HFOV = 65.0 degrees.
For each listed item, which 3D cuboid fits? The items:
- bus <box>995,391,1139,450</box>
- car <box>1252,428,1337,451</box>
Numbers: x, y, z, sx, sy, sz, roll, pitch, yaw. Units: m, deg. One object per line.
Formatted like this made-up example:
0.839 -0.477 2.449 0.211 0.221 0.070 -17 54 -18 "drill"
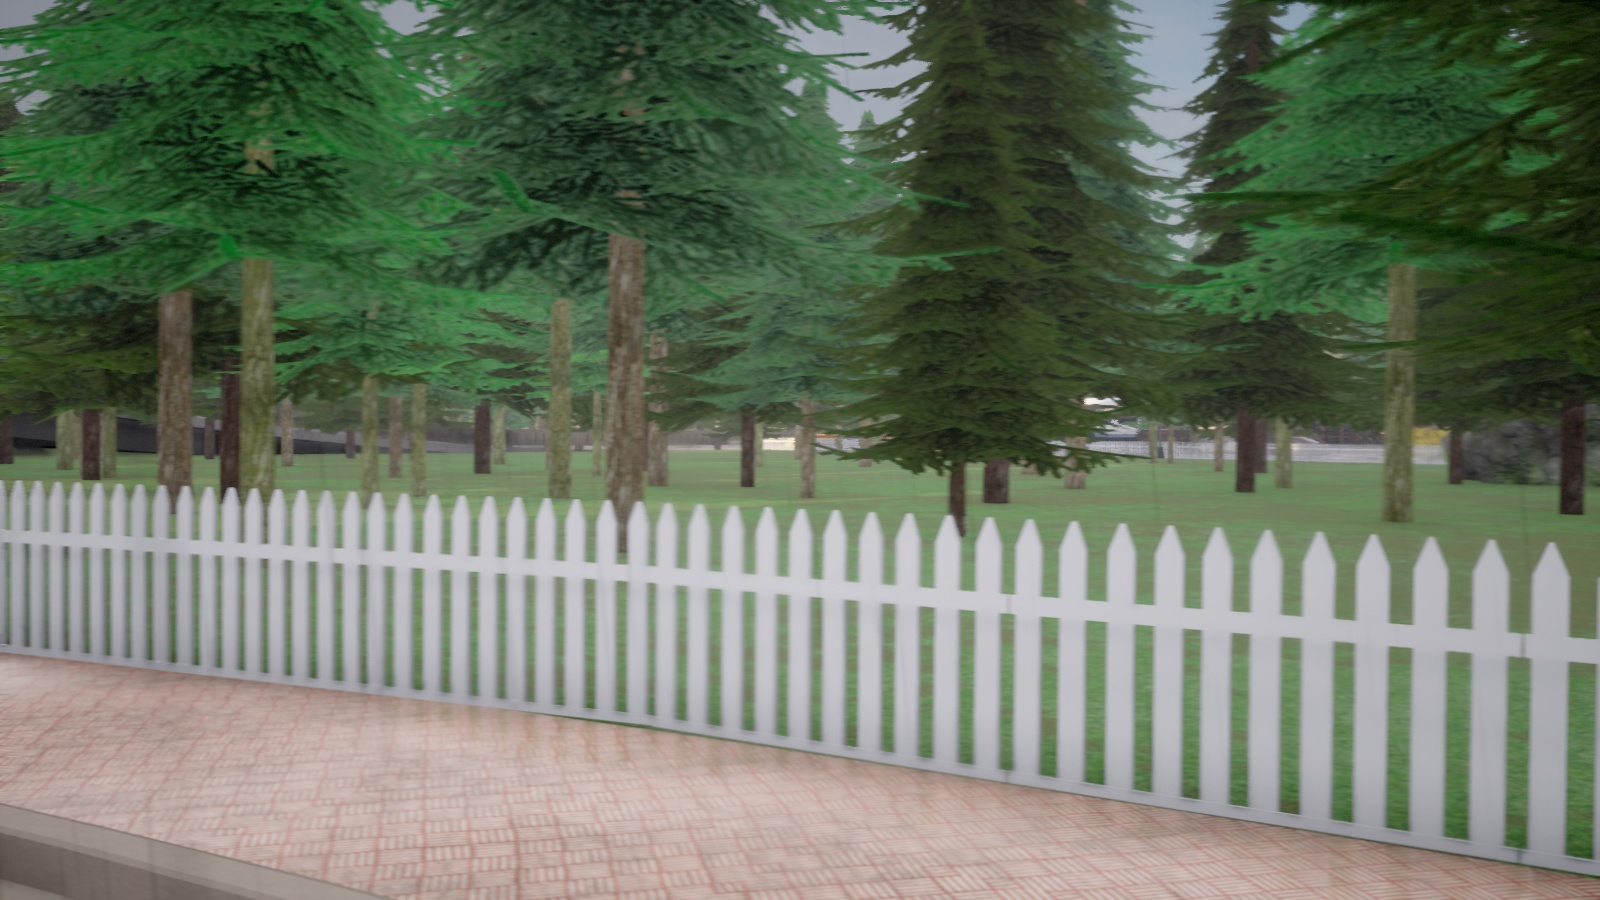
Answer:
20.359 -2.192 96.275 3.944 4.253 10.273 -1 1 -45 "bus"
31.517 -0.662 80.141 1.812 1.442 4.674 -1 1 -45 "car"
